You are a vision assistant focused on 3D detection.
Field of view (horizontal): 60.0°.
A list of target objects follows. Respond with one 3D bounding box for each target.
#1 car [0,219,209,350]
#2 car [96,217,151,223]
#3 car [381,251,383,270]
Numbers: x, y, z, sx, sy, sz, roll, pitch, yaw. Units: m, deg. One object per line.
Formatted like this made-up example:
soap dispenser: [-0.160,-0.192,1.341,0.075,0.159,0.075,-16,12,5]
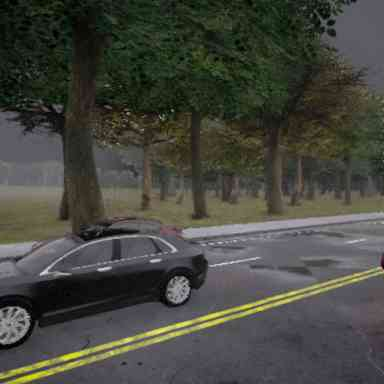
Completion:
car: [-1.919,1.495,6.308,4.892,1.490,1.837,0,0,-35]
car: [-2.291,1.507,10.034,4.674,1.442,1.812,0,0,-35]
car: [6.727,1.549,8.234,4.718,1.301,1.895,0,0,-35]
